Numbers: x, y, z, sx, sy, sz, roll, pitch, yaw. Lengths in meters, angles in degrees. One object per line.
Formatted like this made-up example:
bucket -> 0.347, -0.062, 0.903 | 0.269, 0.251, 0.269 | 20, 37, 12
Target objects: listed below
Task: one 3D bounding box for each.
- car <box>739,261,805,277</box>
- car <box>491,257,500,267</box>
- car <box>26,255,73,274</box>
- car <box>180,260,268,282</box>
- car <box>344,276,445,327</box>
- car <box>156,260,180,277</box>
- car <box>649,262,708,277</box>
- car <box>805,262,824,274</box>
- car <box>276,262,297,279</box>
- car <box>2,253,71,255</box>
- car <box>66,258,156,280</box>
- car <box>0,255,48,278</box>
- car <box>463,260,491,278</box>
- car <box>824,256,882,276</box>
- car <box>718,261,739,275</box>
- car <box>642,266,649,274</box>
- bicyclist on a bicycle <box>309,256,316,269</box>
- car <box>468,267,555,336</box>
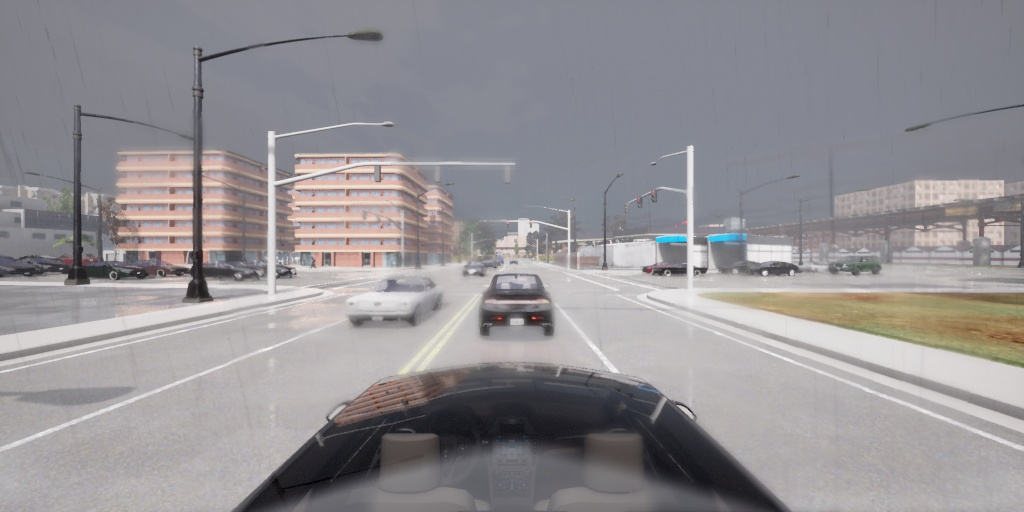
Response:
car -> 25.914, 1.255, 35.803 | 4.892, 1.490, 1.837 | 0, 0, -5
car -> -3.326, 1.297, 55.662 | 2.033, 1.411, 5.357 | 0, 0, 0
car -> -40.294, 0.868, 30.502 | 4.181, 1.385, 1.994 | 1, 0, 1
car -> -20.949, 1.109, 26.508 | 4.902, 1.511, 2.128 | 1, 0, 1
car -> -3.551, 1.351, 11.695 | 1.895, 1.301, 4.718 | 0, 0, 0
car -> -30.403, 1.025, 30.250 | 5.357, 1.411, 2.033 | 1, 0, 1
car -> 16.635, 1.351, 35.651 | 4.718, 1.301, 1.895 | 0, 0, 0
car -> 34.885, 1.351, 41.028 | 4.718, 1.301, 1.895 | 0, 0, -19
car -> -20.660, 1.109, 29.999 | 4.902, 1.511, 2.128 | 1, 0, 1
car -> -50.377, 0.628, 37.894 | 4.892, 1.490, 1.837 | 1, 0, 2
car -> -29.789, 1.054, 26.731 | 4.181, 1.385, 1.994 | 1, 0, 1
car -> -39.042, 0.875, 26.967 | 5.357, 1.411, 2.033 | 1, 0, 1
car -> -3.439, 1.209, 33.550 | 2.128, 1.511, 4.902 | 0, 0, 0
car -> 36.329, 0.971, 37.857 | 5.566, 2.045, 2.150 | 0, 0, -19
car -> 25.220, 1.255, 39.256 | 4.892, 1.490, 1.837 | 0, 0, -5
car -> 16.475, 1.314, 39.179 | 4.181, 1.385, 1.994 | 0, 0, 1
bicyclist on a bicycle -> -25.927, 0.844, 46.628 | 0.582, 1.620, 1.656 | 1, 0, 1
car -> 0.121, 1.242, 10.343 | 2.128, 1.511, 4.902 | 0, 0, 0
